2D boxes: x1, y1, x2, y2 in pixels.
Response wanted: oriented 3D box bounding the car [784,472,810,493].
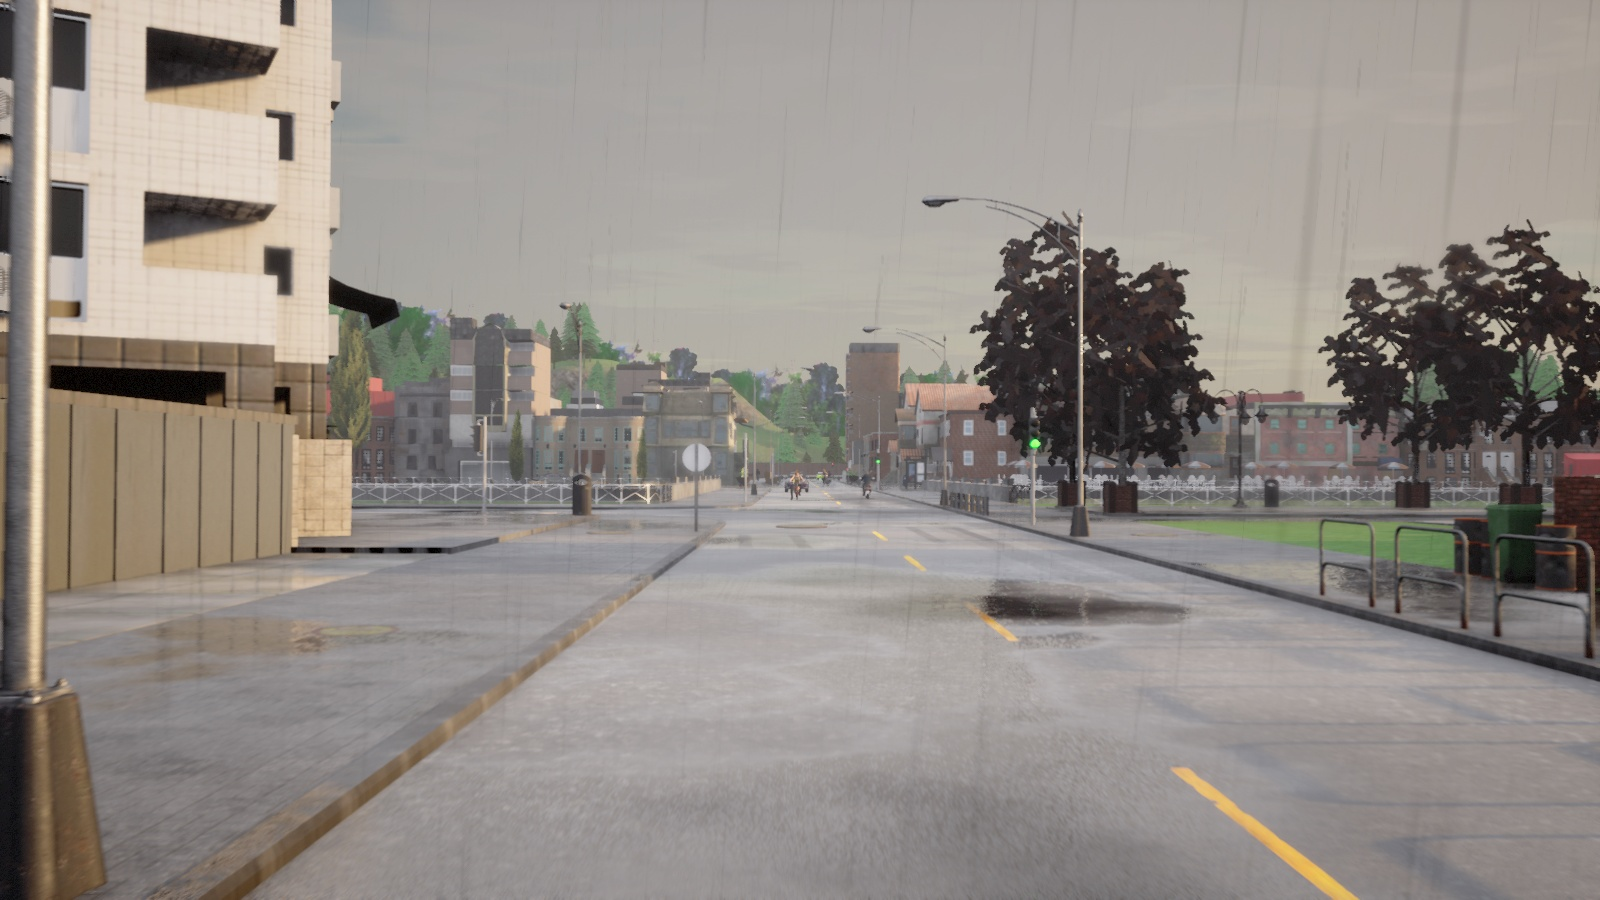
[{"bbox_3d":[-0.221,2.375,92.358,1.816,1.474,4.193,0,-1,0],"label":"car"}]
